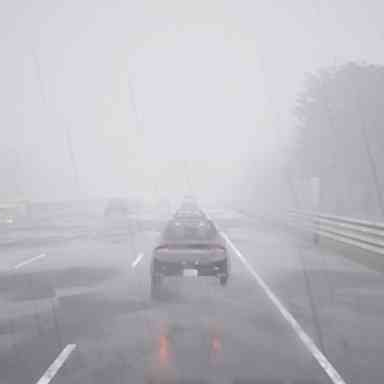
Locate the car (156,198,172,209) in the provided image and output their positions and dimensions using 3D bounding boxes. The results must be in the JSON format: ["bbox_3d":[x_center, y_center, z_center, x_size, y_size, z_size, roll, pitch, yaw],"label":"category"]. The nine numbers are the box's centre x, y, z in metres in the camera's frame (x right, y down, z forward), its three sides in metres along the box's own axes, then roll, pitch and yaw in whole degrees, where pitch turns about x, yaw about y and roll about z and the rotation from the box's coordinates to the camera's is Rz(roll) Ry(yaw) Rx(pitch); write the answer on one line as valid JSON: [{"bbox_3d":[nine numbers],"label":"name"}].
[{"bbox_3d":[-3.858,1.558,45.582,2.033,1.411,5.357,0,0,-1],"label":"car"}]

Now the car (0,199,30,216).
[{"bbox_3d":[-17.895,1.487,33.518,1.882,1.535,5.008,0,0,-1],"label":"car"}]

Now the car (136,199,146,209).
[{"bbox_3d":[-7.340,1.612,44.327,1.895,1.301,4.718,0,0,-1],"label":"car"}]

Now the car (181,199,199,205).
[{"bbox_3d":[-0.236,1.553,27.634,2.033,1.411,5.357,0,0,-1],"label":"car"}]

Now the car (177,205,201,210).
[{"bbox_3d":[-0.132,1.605,18.761,1.895,1.301,4.718,0,0,-1],"label":"car"}]

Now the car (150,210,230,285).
[{"bbox_3d":[-0.048,1.493,9.467,2.128,1.511,4.902,0,0,0],"label":"car"}]

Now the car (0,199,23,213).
[{"bbox_3d":[-21.434,1.575,38.164,1.994,1.385,4.181,0,0,0],"label":"car"}]

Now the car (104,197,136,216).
[{"bbox_3d":[-7.202,1.359,33.068,2.097,1.767,4.553,0,0,-1],"label":"car"}]

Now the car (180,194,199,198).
[{"bbox_3d":[-0.332,1.233,43.631,2.150,2.045,5.566,0,0,-1],"label":"car"}]
